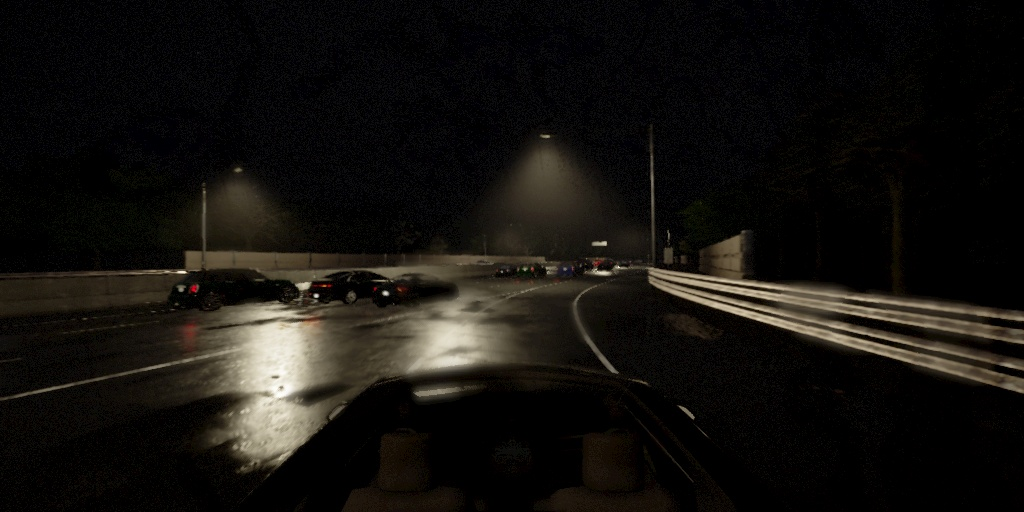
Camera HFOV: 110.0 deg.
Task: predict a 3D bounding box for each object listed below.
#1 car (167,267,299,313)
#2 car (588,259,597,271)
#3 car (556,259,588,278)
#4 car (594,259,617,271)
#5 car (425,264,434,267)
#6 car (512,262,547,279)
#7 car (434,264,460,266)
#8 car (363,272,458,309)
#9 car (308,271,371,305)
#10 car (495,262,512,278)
[{"bbox_3d":[-11.987,1.348,15.870,2.097,1.767,4.553,-1,-1,25],"label":"car"},{"bbox_3d":[12.132,1.489,60.046,2.150,2.045,5.566,-1,-1,24],"label":"car"},{"bbox_3d":[6.441,1.419,39.183,2.097,1.767,4.553,-1,-1,25],"label":"car"},{"bbox_3d":[15.293,1.686,58.537,1.882,1.535,5.008,-1,-1,24],"label":"car"},{"bbox_3d":[-12.537,2.027,56.656,2.128,1.511,4.902,-1,-1,25],"label":"car"},{"bbox_3d":[2.197,1.461,38.330,2.097,1.767,4.553,-1,-1,25],"label":"car"},{"bbox_3d":[-9.356,1.953,55.205,1.882,1.535,5.008,-1,-1,25],"label":"car"},{"bbox_3d":[-4.189,1.465,16.068,1.994,1.385,4.181,-1,-1,25],"label":"car"},{"bbox_3d":[-7.367,1.463,17.533,1.837,1.490,4.892,-1,-1,25],"label":"car"},{"bbox_3d":[-0.252,1.744,41.372,1.994,1.385,4.181,-1,-1,25],"label":"car"}]
